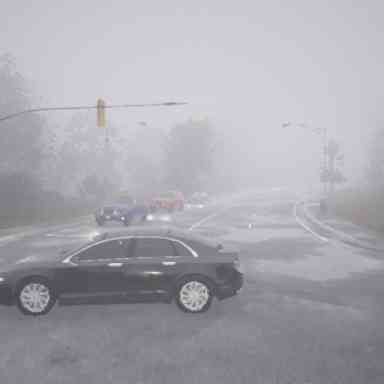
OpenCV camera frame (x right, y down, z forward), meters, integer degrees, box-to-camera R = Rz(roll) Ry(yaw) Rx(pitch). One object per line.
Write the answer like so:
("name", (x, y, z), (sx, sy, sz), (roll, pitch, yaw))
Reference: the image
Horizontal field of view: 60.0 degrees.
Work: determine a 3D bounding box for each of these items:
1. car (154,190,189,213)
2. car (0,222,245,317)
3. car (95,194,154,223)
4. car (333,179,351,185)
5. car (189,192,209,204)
("car", (-2.418, 0.913, 33.520), (2.150, 2.045, 5.566), (0, 2, 16))
("car", (-1.385, 1.529, 6.928), (4.892, 1.490, 1.837), (0, 0, -2))
("car", (-4.758, 1.171, 23.466), (2.150, 2.045, 5.566), (0, 1, 11))
("car", (38.738, -2.642, 87.230), (4.902, 1.511, 2.128), (-5, 3, -41))
("car", (0.934, 0.735, 43.759), (1.812, 1.442, 4.674), (0, 3, 21))
